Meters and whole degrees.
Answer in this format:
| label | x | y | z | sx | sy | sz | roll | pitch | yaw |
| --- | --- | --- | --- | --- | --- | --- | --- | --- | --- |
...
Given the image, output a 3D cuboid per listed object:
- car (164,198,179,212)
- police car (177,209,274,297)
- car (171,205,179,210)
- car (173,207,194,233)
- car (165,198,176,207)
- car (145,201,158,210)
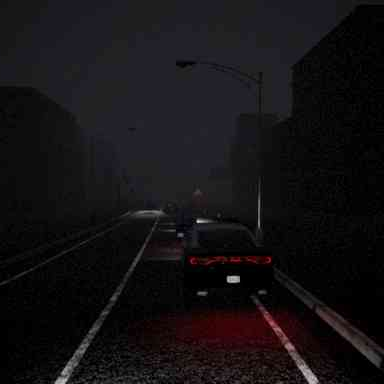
| label | x | y | z | sx | sy | sz | roll | pitch | yaw |
| --- | --- | --- | --- | --- | --- | --- | --- | --- | --- |
| car | -2.792 | 1.954 | 45.402 | 2.128 | 1.511 | 4.902 | 0 | -1 | -4 |
| police car | 0.651 | 1.472 | 8.857 | 1.930 | 1.638 | 5.238 | 0 | -1 | -3 |
| car | -0.424 | 1.906 | 24.797 | 1.812 | 1.442 | 4.674 | 0 | -1 | -4 |
| car | 0.006 | 1.754 | 18.802 | 1.812 | 1.442 | 4.674 | 0 | -1 | -4 |
| car | -3.790 | 1.797 | 59.156 | 1.895 | 1.301 | 4.718 | 0 | 2 | -4 |
| car | -6.205 | 2.024 | 50.898 | 1.895 | 1.301 | 4.718 | 0 | 1 | -4 |
